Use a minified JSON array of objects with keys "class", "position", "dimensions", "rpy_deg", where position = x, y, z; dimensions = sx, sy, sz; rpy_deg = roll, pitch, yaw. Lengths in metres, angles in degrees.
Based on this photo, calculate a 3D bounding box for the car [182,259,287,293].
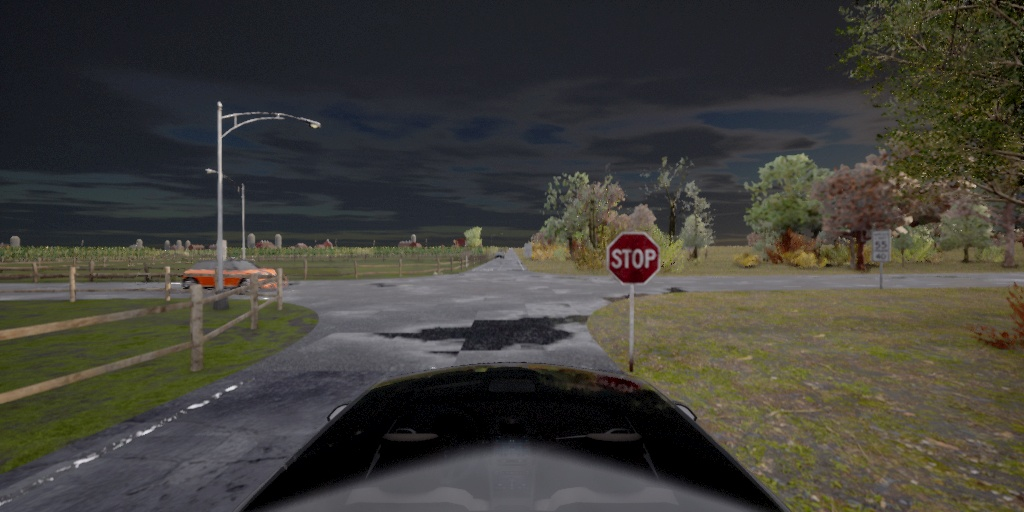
[{"class":"car","position":[-14.521,0.967,18.960],"dimensions":[4.553,1.767,2.097],"rpy_deg":[0,1,2]}]
